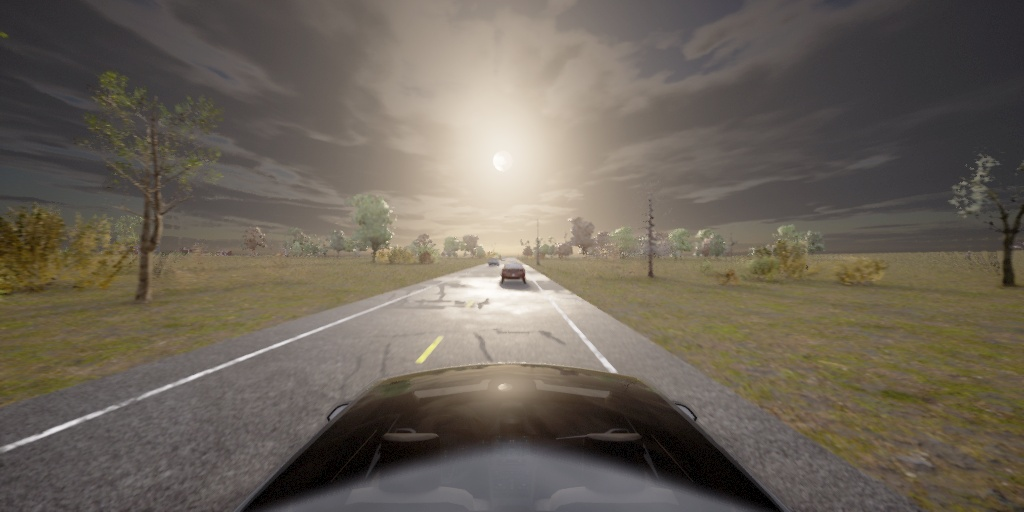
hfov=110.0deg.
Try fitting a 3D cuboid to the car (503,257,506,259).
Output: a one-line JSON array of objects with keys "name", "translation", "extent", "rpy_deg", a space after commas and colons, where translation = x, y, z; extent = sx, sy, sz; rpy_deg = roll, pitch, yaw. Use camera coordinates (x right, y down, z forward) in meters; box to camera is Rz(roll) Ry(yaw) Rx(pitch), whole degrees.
[{"name": "car", "translation": [0.102, 1.230, 46.055], "extent": [1.882, 1.535, 5.008], "rpy_deg": [0, 0, 0]}]

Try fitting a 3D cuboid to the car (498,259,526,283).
[{"name": "car", "translation": [0.103, 1.231, 28.433], "extent": [1.882, 1.535, 5.008], "rpy_deg": [0, 0, 0]}]
